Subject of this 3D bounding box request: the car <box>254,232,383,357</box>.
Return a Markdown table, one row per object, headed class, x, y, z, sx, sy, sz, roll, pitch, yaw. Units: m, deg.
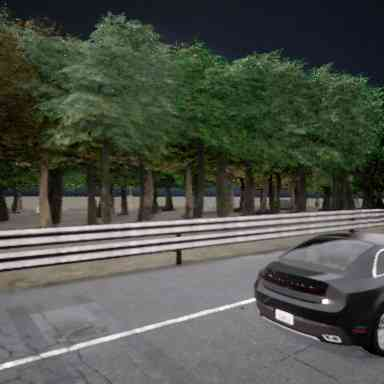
| class | x | y | z | sx | sy | sz | roll | pitch | yaw |
| --- | --- | --- | --- | --- | --- | --- | --- | --- | --- |
| car | 3.272 | 1.508 | 6.081 | 4.892 | 1.490 | 1.837 | 0 | 0 | -35 |
